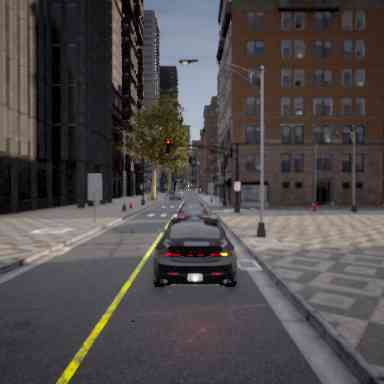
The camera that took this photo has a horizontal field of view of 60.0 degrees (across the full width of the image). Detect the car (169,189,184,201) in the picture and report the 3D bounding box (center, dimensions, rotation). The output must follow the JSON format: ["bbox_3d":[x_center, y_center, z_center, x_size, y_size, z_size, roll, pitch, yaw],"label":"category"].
[{"bbox_3d":[-3.064,0.699,61.143,2.097,1.767,4.553,0,1,1],"label":"car"}]

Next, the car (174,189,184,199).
[{"bbox_3d":[-3.019,0.409,76.423,2.150,2.045,5.566,0,1,0],"label":"car"}]

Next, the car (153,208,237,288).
[{"bbox_3d":[0.076,1.407,8.918,1.837,1.490,4.892,0,0,0],"label":"car"}]

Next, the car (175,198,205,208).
[{"bbox_3d":[0.055,1.334,19.774,2.033,1.411,5.357,0,1,0],"label":"car"}]
